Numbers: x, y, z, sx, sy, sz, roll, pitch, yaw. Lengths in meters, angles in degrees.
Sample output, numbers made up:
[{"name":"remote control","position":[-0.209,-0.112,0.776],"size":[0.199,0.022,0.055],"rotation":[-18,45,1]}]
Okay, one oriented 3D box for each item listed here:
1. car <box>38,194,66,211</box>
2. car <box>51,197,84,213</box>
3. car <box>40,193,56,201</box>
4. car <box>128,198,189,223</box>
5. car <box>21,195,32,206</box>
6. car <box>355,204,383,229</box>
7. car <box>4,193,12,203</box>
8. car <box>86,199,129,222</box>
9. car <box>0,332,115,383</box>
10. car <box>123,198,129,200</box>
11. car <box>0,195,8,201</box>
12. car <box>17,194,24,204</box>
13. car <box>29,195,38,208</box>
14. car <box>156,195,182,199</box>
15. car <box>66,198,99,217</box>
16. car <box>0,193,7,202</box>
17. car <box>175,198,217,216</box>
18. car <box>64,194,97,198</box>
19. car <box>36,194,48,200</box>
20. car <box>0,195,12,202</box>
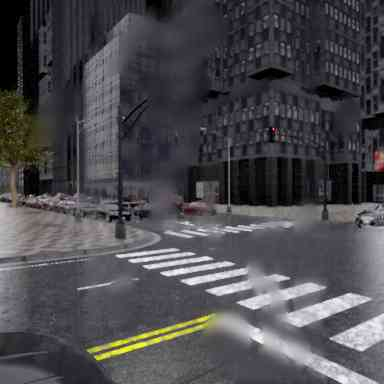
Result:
[{"name":"car","position":[-16.354,1.327,39.342],"size":[1.967,1.590,4.097],"rotation":[0,0,-37]},{"name":"car","position":[-12.997,1.486,34.813],"size":[1.802,1.307,4.206],"rotation":[0,0,-37]},{"name":"car","position":[-33.005,1.076,76.127],"size":[2.192,1.841,5.009],"rotation":[0,0,-37]},{"name":"car","position":[-2.702,1.480,25.606],"size":[2.033,1.411,5.357],"rotation":[0,0,-34]},{"name":"car","position":[-22.968,1.386,48.268],"size":[1.752,1.417,4.829],"rotation":[0,0,-37]},{"name":"car","position":[11.823,1.463,20.174],"size":[4.902,1.511,2.128],"rotation":[1,-1,-36]},{"name":"car","position":[-33.144,1.374,61.997],"size":[1.887,1.381,4.507],"rotation":[0,0,-37]},{"name":"car","position":[-6.280,1.507,25.751],"size":[1.947,1.339,4.313],"rotation":[0,0,-37]},{"name":"car","position":[-2.709,1.505,1.488],"size":[4.892,1.490,1.837],"rotation":[0,0,-37]},{"name":"car","position":[-6.145,1.421,39.886],"size":[1.947,1.339,4.313],"rotation":[0,0,-37]},{"name":"car","position":[-43.217,1.384,75.590],"size":[1.802,1.307,4.206],"rotation":[0,0,-37]},{"name":"car","position":[-26.429,1.415,52.936],"size":[1.947,1.339,4.313],"rotation":[0,0,-37]},{"name":"car","position":[-19.712,1.455,43.874],"size":[1.802,1.307,4.206],"rotation":[0,0,-37]},{"name":"car","position":[-2.788,1.187,35.355],"size":[2.192,1.841,5.009],"rotation":[0,0,-37]},{"name":"car","position":[-9.639,1.487,30.282],"size":[1.947,1.339,4.313],"rotation":[0,0,-37]},{"name":"car","position":[-36.502,1.135,66.528],"size":[2.192,1.841,5.009],"rotation":[0,0,-37]},{"name":"car","position":[0.570,1.474,30.825],"size":[1.802,1.307,4.206],"rotation":[0,0,-37]},{"name":"car","position":[-13.406,1.366,40.004],"size":[2.128,1.511,4.902],"rotation":[0,0,-36]},{"name":"car","position":[-36.463,1.279,80.794],"size":[1.752,1.417,4.829],"rotation":[0,0,-37]},{"name":"car","position":[-39.860,1.376,71.060],"size":[1.947,1.339,4.313],"rotation":[0,0,-37]}]
